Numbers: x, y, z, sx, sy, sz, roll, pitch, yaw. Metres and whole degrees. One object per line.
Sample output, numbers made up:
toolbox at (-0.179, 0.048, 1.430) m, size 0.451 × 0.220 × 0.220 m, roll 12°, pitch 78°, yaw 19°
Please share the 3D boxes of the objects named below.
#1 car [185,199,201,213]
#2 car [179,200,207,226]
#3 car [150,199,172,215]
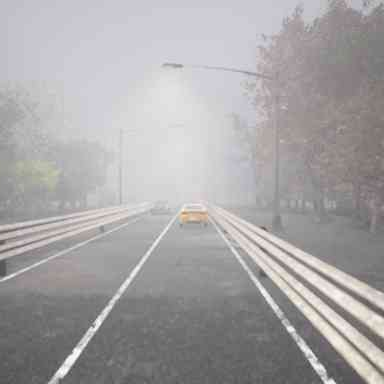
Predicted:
car at (0.109, 1.753, 42.785) m, size 1.882 × 1.535 × 5.008 m, roll 0°, pitch 0°, yaw 0°
car at (0.106, 1.599, 24.254) m, size 1.882 × 1.535 × 5.008 m, roll 0°, pitch 0°, yaw 0°
car at (-3.332, 1.578, 36.758) m, size 2.097 × 1.767 × 4.553 m, roll 0°, pitch -1°, yaw 0°
